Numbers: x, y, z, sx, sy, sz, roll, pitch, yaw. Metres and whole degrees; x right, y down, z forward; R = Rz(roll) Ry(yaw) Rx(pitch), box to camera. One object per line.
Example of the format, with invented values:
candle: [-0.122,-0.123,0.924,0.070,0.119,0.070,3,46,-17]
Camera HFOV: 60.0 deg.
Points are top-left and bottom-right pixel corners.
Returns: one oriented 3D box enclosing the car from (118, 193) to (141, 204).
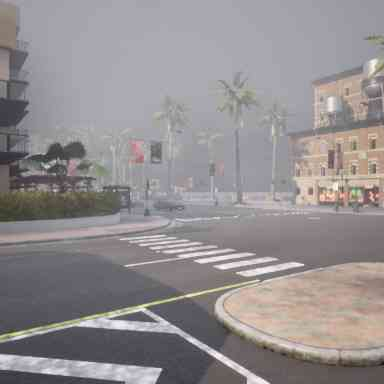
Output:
car: [-12.673,1.221,67.347,2.150,2.045,5.566,0,0,-38]

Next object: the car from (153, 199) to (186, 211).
car: [-2.949,1.547,41.273,2.033,1.411,5.357,0,0,-35]

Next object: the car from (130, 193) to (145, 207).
car: [-8.818,1.352,49.650,2.097,1.767,4.553,0,0,-35]
